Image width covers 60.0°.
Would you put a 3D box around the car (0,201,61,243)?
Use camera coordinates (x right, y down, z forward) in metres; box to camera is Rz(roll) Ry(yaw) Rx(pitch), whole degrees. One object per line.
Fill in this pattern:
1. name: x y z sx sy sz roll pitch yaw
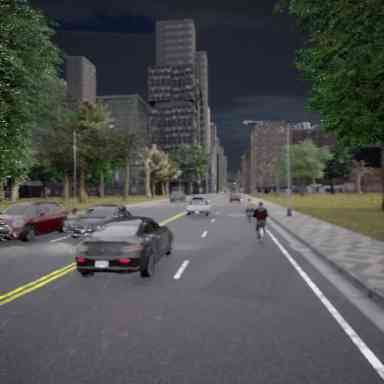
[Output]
1. car: -7.781 1.283 15.799 2.097 1.767 4.553 0 0 7

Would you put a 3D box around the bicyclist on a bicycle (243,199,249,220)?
1. bicyclist on a bicycle: 3.863 1.231 22.374 0.866 1.612 1.509 0 0 7

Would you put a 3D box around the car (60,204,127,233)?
1. car: -4.390 1.403 16.729 1.837 1.490 4.892 0 0 7

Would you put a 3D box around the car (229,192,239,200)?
1. car: 9.283 0.806 73.246 2.097 1.767 4.553 0 0 7

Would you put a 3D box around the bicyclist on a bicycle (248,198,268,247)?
1. bicyclist on a bicycle: 2.728 1.241 13.246 0.659 1.776 1.843 0 1 7

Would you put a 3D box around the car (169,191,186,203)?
1. car: -2.458 0.838 58.299 2.150 2.045 5.566 0 0 8

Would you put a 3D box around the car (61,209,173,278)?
1. car: -1.778 1.457 9.873 1.812 1.442 4.674 0 0 7

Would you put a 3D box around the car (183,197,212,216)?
1. car: 0.715 1.368 29.827 1.895 1.301 4.718 0 0 7

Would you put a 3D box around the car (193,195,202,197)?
1. car: 0.893 1.191 58.852 1.895 1.301 4.718 0 0 8

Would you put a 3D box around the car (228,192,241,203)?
1. car: 7.323 1.060 56.646 1.837 1.490 4.892 0 0 7
